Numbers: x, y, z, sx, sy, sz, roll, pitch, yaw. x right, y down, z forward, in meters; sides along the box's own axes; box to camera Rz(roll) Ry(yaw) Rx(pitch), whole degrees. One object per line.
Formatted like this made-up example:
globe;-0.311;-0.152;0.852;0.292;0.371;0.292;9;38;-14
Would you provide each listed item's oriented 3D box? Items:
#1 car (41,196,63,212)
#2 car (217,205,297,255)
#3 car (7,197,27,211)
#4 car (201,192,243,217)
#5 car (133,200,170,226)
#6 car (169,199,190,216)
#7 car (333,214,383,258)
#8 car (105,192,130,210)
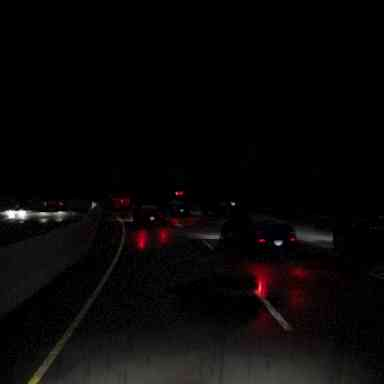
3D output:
car;-15.430;1.244;36.616;2.097;1.767;4.553;0;0;-25
car;2.456;1.443;12.971;1.812;1.442;4.674;0;0;-8
car;-21.027;1.409;40.106;2.128;1.511;4.902;0;0;-28
car;2.532;1.056;29.088;2.150;2.045;5.566;0;0;-16
car;-2.960;1.413;22.498;1.812;1.442;4.674;0;0;-14
car;-1.556;1.372;30.342;1.812;1.442;4.674;0;0;-18
car;6.292;1.412;10.376;2.128;1.511;4.902;0;0;-6
car;-8.947;1.068;39.737;2.150;2.045;5.566;0;1;-24
